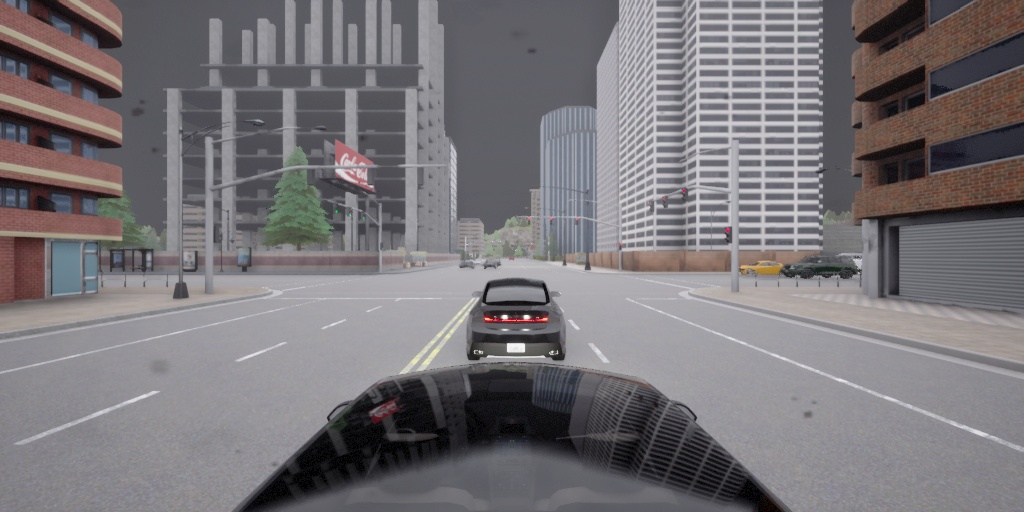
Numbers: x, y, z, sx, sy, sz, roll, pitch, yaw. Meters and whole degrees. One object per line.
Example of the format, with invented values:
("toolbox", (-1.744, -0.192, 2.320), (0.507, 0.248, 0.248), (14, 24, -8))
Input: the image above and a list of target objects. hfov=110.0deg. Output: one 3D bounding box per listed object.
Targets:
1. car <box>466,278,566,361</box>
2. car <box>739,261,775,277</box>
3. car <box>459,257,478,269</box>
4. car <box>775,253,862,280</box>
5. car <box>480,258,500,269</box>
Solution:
("car", (0.095, 1.255, 8.278), (1.837, 1.490, 4.892), (0, 0, 1))
("car", (24.119, 1.227, 34.737), (5.008, 1.535, 1.882), (0, 0, 0))
("car", (-6.819, 1.312, 54.343), (1.994, 1.385, 4.181), (0, 0, 0))
("car", (26.683, 0.970, 31.237), (5.566, 2.045, 2.150), (0, 0, 0))
("car", (-3.318, 1.254, 54.908), (1.837, 1.490, 4.892), (0, 0, 0))
